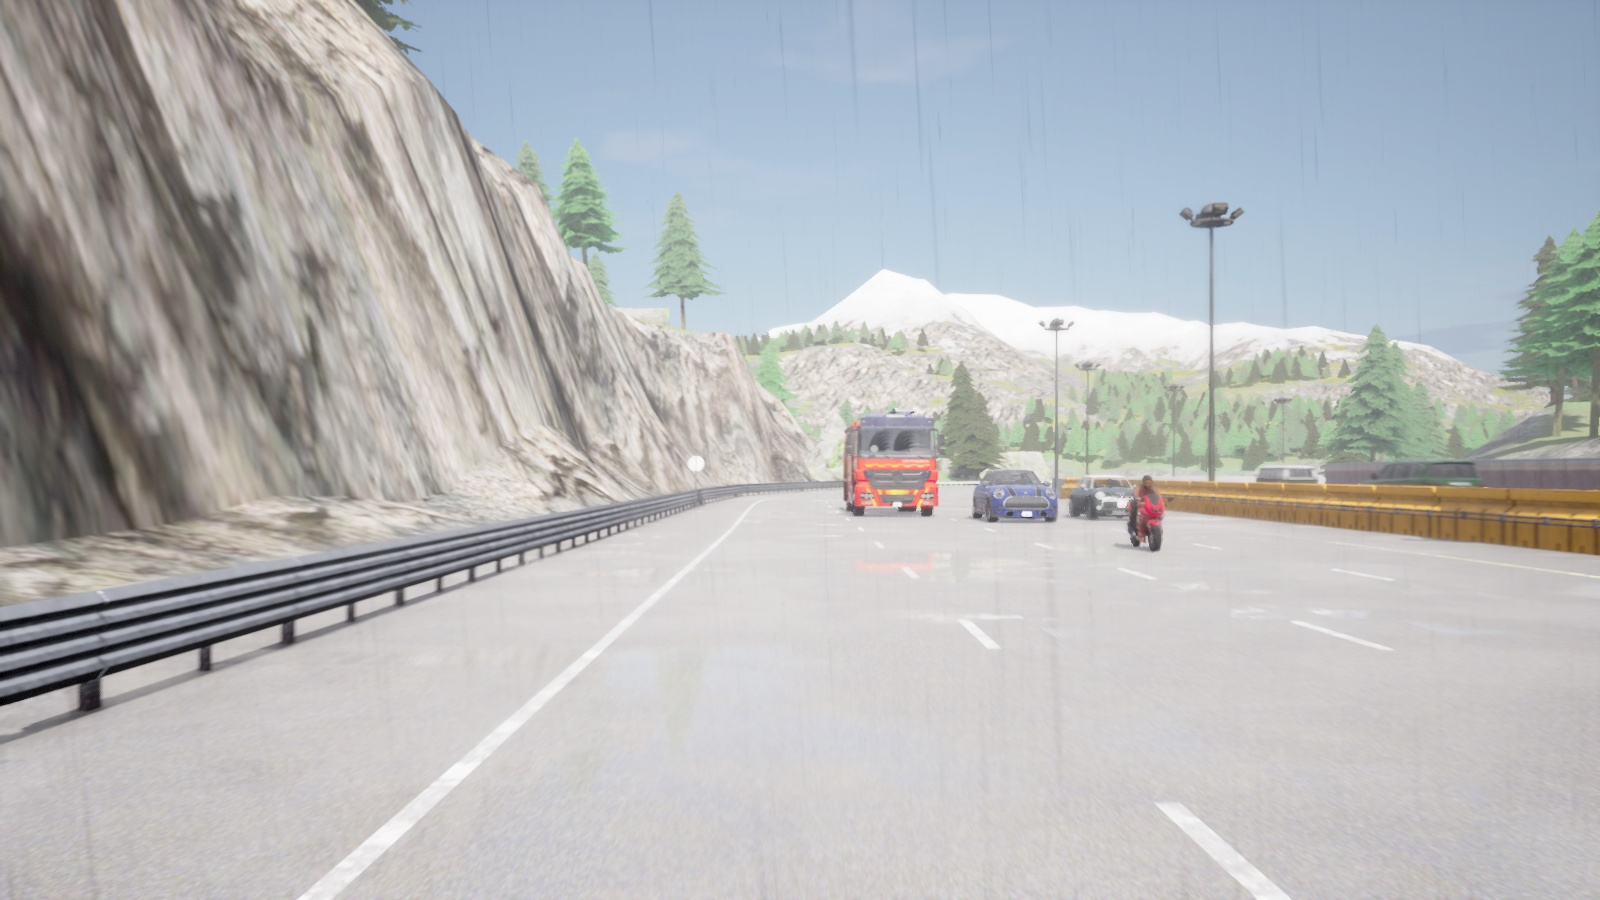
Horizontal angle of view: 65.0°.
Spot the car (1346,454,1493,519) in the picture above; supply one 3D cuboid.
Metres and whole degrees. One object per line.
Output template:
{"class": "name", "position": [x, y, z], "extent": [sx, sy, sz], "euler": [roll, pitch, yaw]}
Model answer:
{"class": "car", "position": [20.825, 1.190, 42.517], "extent": [2.150, 2.045, 5.566], "euler": [0, -1, -1]}

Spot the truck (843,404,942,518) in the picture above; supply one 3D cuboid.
{"class": "truck", "position": [3.261, 0.433, 46.564], "extent": [2.891, 3.827, 8.468], "euler": [0, -1, -1]}

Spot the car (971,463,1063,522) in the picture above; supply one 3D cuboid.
{"class": "car", "position": [6.856, 1.337, 40.218], "extent": [2.097, 1.767, 4.553], "euler": [0, -1, -1]}

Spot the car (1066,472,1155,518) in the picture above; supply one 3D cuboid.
{"class": "car", "position": [10.330, 1.463, 42.056], "extent": [1.970, 1.475, 3.806], "euler": [0, -1, -1]}

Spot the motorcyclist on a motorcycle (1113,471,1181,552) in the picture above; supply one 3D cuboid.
{"class": "motorcyclist on a motorcycle", "position": [6.966, 1.203, 25.321], "extent": [0.797, 1.523, 2.044], "euler": [0, 0, 0]}

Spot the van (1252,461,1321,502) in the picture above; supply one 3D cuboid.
{"class": "van", "position": [24.158, 1.554, 62.555], "extent": [1.775, 1.987, 4.442], "euler": [0, -1, 1]}
